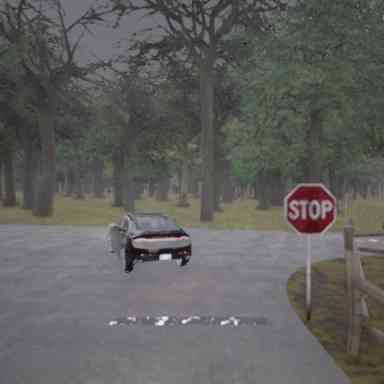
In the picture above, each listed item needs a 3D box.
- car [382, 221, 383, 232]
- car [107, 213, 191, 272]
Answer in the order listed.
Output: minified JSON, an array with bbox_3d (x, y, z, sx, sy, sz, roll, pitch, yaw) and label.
[{"bbox_3d":[12.616,1.688,17.333,5.008,1.535,1.882,1,0,-1],"label":"car"},{"bbox_3d":[-1.544,1.417,10.719,2.128,1.511,4.902,0,0,-21],"label":"car"}]
